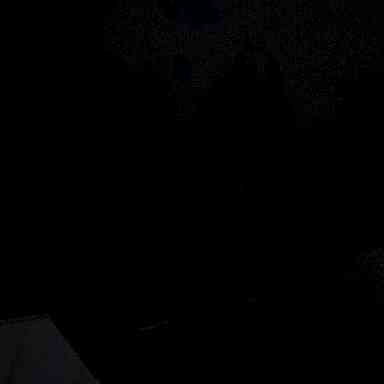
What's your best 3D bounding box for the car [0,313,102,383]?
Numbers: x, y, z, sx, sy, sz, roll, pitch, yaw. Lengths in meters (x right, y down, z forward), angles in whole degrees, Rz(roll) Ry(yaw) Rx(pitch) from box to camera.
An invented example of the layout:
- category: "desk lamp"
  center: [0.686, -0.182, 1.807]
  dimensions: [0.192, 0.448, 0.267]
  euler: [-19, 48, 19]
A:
- category: "car"
  center: [-3.044, 1.601, 1.823]
  dimensions: [4.718, 1.301, 1.895]
  euler: [0, 0, -36]
